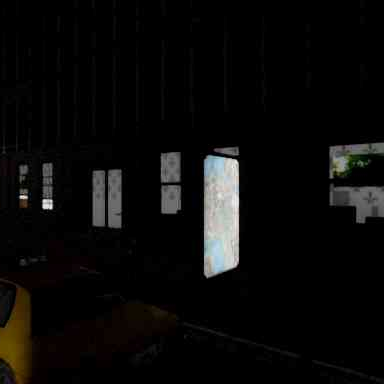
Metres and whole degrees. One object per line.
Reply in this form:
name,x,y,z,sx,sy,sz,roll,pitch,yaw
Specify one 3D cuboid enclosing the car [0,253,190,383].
car,-2.307,1.524,4.520,4.829,1.417,1.752,0,0,36
